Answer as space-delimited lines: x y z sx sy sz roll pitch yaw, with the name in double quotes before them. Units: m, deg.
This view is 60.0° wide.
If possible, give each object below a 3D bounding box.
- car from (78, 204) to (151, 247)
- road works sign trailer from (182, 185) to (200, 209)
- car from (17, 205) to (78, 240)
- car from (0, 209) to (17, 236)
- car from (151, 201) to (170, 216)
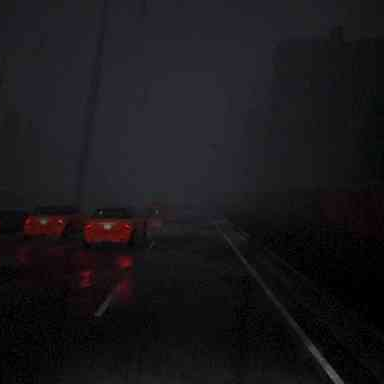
"car" -3.400 1.427 15.506 2.097 1.767 4.553 0 0 0
"road works sign trailer" -0.001 0.708 50.591 2.380 3.560 2.880 0 0 0
"car" -6.900 1.437 17.590 2.097 1.767 4.553 0 0 0
"car" -10.400 1.655 18.910 1.994 1.385 4.181 0 0 0
"car" -3.402 1.672 34.679 1.837 1.490 4.892 0 0 0
